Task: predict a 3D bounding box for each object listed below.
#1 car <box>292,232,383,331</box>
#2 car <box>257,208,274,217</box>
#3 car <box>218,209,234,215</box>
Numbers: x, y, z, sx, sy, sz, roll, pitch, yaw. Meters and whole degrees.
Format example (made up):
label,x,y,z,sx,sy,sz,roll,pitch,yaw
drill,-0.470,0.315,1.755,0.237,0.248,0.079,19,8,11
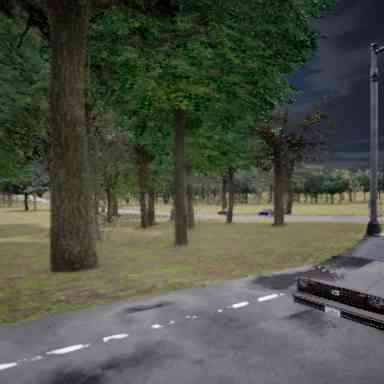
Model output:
label,x,y,z,sx,sy,sz,roll,pitch,yaw
car,4.479,1.598,7.013,5.357,1.411,2.033,1,0,-36
car,15.373,4.101,68.011,2.097,1.767,4.553,-1,-2,-34
car,8.055,4.732,78.684,1.812,1.442,4.674,-1,-2,-34
